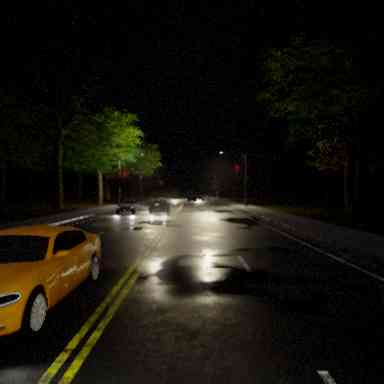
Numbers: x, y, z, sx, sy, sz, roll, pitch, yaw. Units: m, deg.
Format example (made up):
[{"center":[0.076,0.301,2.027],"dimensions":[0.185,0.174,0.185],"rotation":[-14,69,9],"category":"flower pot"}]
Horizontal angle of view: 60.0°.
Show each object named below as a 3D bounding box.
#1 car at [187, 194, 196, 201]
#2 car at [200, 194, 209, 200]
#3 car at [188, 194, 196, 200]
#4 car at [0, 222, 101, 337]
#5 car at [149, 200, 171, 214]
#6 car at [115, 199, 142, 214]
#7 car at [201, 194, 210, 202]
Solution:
[{"center":[-0.031,1.267,76.667],"dimensions":[2.097,1.767,4.553],"rotation":[0,0,0],"category":"car"},{"center":[3.215,1.290,86.704],"dimensions":[2.033,1.411,5.357],"rotation":[0,0,0],"category":"car"},{"center":[-0.035,1.290,86.702],"dimensions":[2.033,1.411,5.357],"rotation":[0,0,0],"category":"car"},{"center":[-3.342,1.467,6.866],"dimensions":[1.882,1.535,5.008],"rotation":[0,0,0],"category":"car"},{"center":[-3.266,1.519,34.448],"dimensions":[1.994,1.385,4.181],"rotation":[0,0,0],"category":"car"},{"center":[-6.516,1.481,34.450],"dimensions":[1.812,1.442,4.674],"rotation":[0,0,0],"category":"car"},{"center":[3.219,1.436,76.699],"dimensions":[1.812,1.442,4.674],"rotation":[0,0,0],"category":"car"}]
